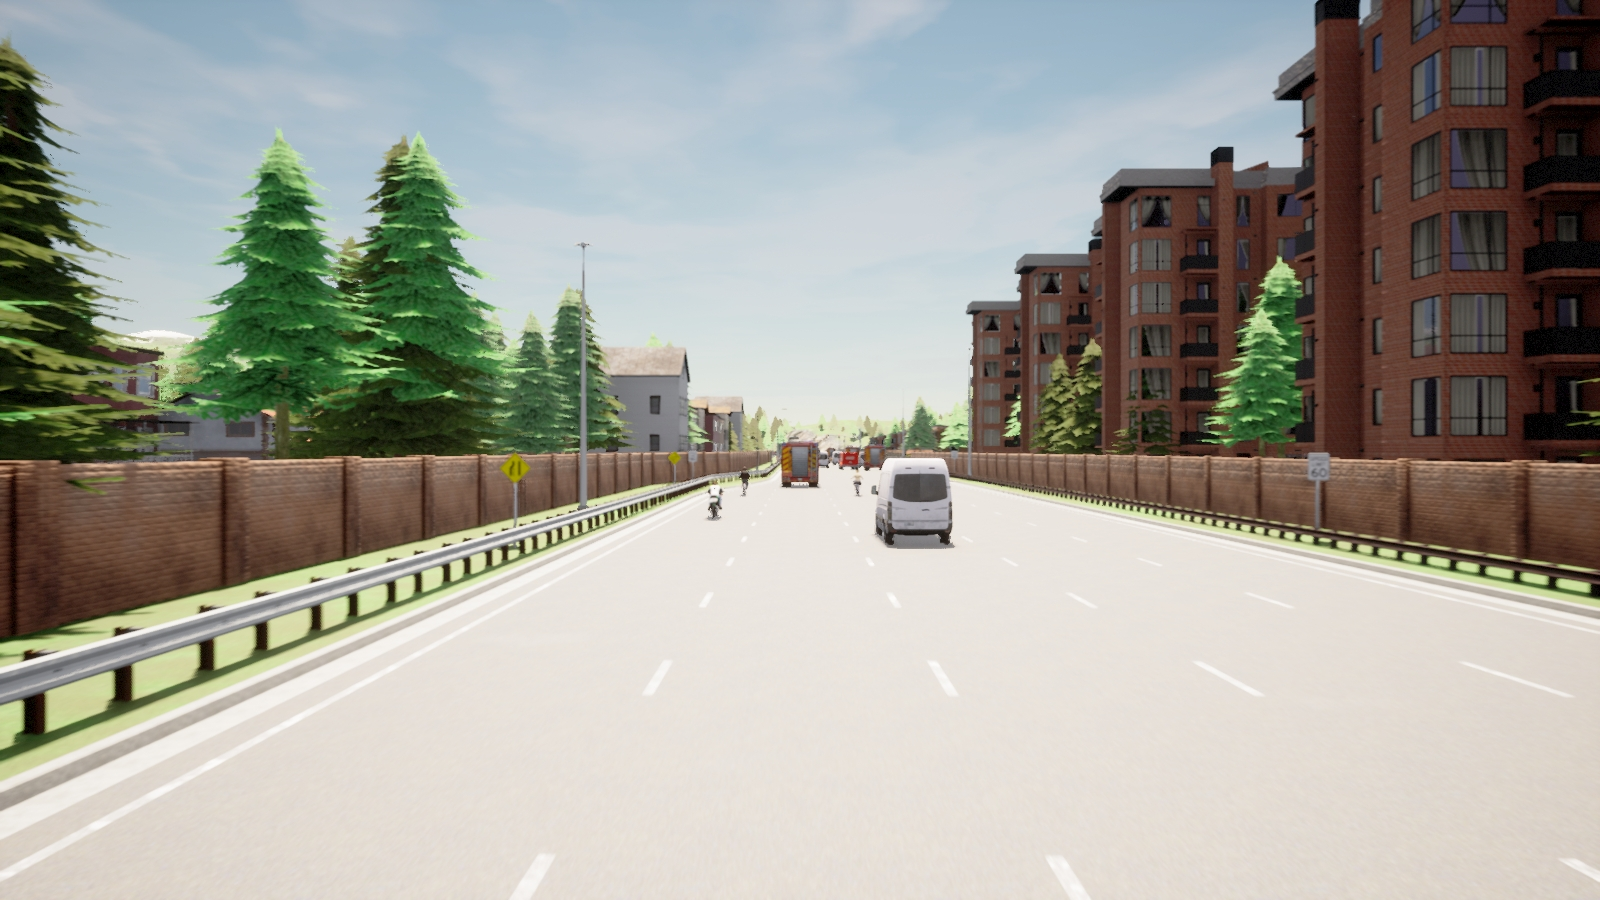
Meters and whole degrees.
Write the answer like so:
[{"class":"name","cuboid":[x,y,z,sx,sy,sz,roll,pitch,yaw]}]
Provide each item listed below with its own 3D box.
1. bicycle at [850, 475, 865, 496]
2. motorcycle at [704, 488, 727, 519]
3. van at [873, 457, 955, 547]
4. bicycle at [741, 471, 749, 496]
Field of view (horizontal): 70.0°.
[{"class":"bicycle","cuboid":[3.502,2.158,69.521,0.859,1.277,1.487,0,0,0]},{"class":"motorcycle","cuboid":[-3.499,2.186,47.208,0.803,1.199,2.033,0,0,0]},{"class":"van","cuboid":[3.496,1.534,36.132,1.988,2.561,5.915,0,0,0]},{"class":"bicycle","cuboid":[-3.392,2.060,70.366,0.329,1.471,1.835,0,0,1]}]
